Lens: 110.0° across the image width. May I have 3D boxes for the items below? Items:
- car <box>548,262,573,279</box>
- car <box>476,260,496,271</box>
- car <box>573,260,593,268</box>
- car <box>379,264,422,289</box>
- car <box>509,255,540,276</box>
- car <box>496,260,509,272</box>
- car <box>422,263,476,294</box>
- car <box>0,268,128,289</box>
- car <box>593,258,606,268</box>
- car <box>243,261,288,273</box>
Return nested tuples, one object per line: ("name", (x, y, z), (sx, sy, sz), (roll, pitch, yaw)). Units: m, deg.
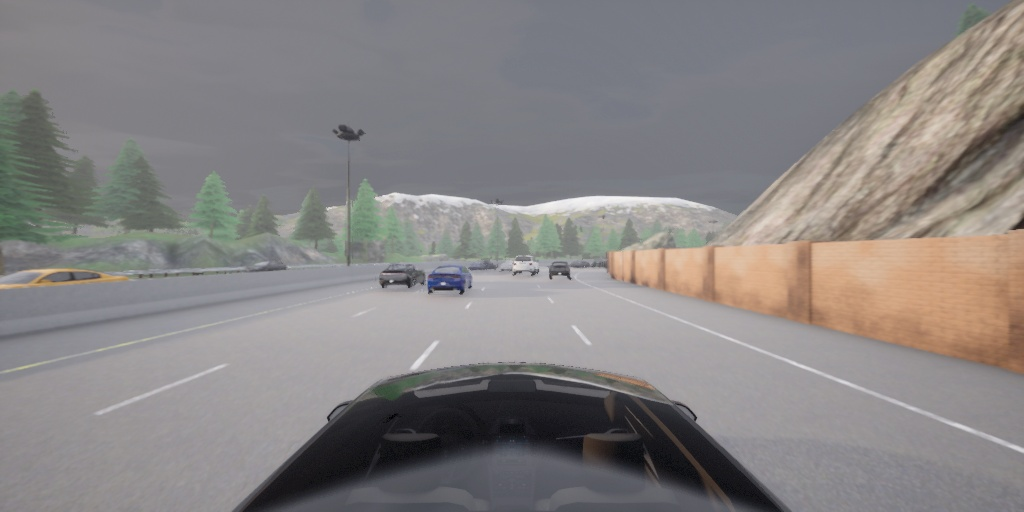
("car", (4.381, 1.254, 32.614), (1.837, 1.490, 4.892), (-1, -1, 8))
("car", (-3.736, 1.298, 48.337), (2.033, 1.411, 5.357), (0, 0, 25))
("car", (11.484, 1.315, 60.090), (1.994, 1.385, 4.181), (0, 0, 33))
("car", (-6.855, 1.241, 22.949), (2.128, 1.511, 4.902), (0, 0, 1))
("car", (1.543, 0.969, 37.484), (2.150, 2.045, 5.566), (0, 0, 11))
("car", (0.019, 1.277, 45.837), (1.812, 1.442, 4.674), (-1, 0, 21))
("car", (-3.383, 1.228, 20.257), (1.882, 1.535, 5.008), (0, 0, 1))
("car", (-17.588, 1.227, 13.470), (1.882, 1.535, 5.008), (0, 0, 0))
("car", (15.292, 1.105, 60.035), (2.097, 1.767, 4.553), (0, 0, 39))
("car", (-26.809, 1.275, 39.225), (1.812, 1.442, 4.674), (0, 0, 9))
